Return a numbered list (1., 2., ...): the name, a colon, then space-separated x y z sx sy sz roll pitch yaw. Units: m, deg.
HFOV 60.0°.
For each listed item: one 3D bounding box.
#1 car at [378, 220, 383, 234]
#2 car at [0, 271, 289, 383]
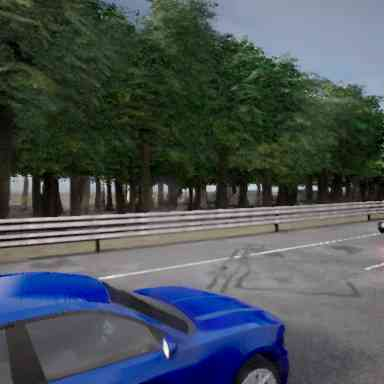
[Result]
1. car: 10.889 1.517 15.821 4.718 1.301 1.895 -1 0 -36
2. car: -1.258 1.478 2.849 5.008 1.535 1.882 0 0 -36
